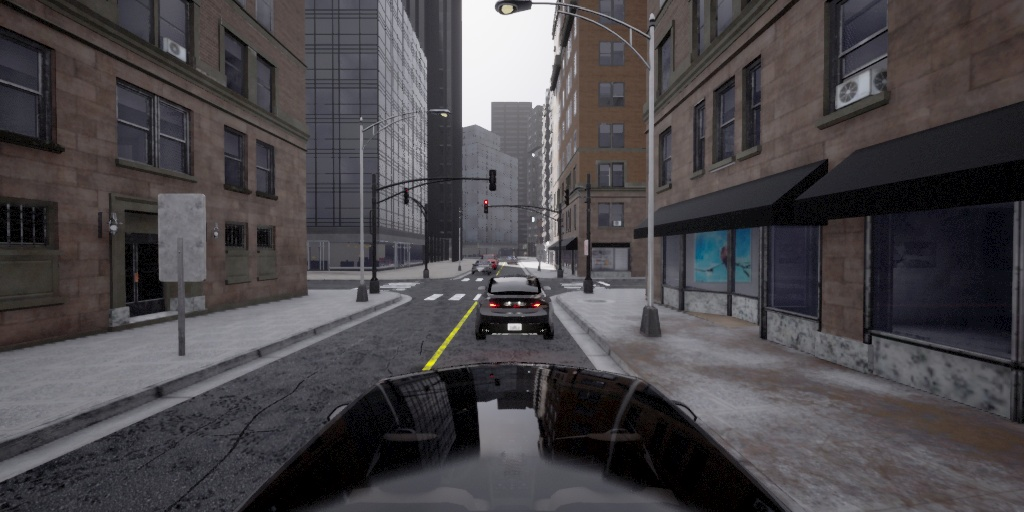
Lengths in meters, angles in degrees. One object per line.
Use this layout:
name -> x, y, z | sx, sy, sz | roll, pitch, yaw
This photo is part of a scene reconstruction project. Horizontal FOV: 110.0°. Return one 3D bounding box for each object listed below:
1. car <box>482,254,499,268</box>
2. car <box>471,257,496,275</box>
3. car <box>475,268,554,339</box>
car -> -3.162, 0.810, 48.294 | 2.150, 2.045, 5.566 | 0, 1, 0
car -> -3.143, 1.163, 37.989 | 2.128, 1.511, 4.902 | 0, 0, 0
car -> 0.068, 1.252, 10.001 | 1.837, 1.490, 4.892 | 0, 0, 0
